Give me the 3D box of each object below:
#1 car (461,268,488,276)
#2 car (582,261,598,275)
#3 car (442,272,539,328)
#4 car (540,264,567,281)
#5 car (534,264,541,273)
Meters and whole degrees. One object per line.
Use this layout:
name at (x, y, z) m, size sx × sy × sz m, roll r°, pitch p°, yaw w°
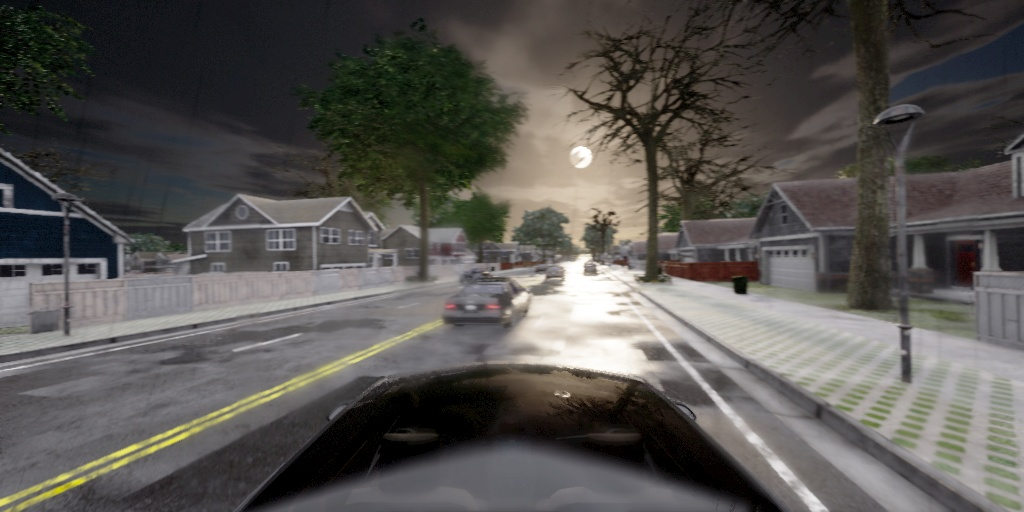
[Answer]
car at (-3.176, 1.751, 31.831) m, size 1.994 × 1.385 × 4.181 m, roll -1°, pitch -1°, yaw 12°
car at (10.117, 1.610, 46.484) m, size 2.128 × 1.511 × 4.902 m, roll -1°, pitch -1°, yaw 12°
car at (-0.563, 1.434, 11.955) m, size 2.033 × 1.411 × 5.357 m, roll -1°, pitch -1°, yaw 12°
car at (4.343, 1.630, 34.981) m, size 2.033 × 1.411 × 5.357 m, roll -1°, pitch -1°, yaw 12°
car at (4.519, 1.848, 52.243) m, size 2.033 × 1.411 × 5.357 m, roll -1°, pitch -1°, yaw 12°
